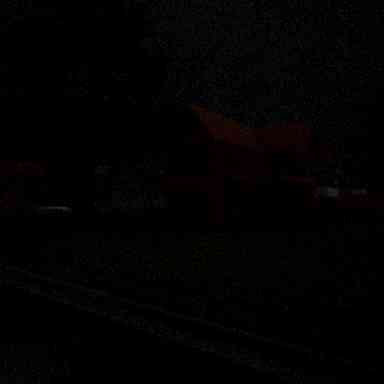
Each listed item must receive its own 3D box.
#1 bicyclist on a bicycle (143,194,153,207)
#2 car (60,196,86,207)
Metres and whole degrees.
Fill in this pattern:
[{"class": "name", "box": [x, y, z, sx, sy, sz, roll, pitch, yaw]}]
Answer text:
[{"class": "bicyclist on a bicycle", "box": [-5.475, 1.053, 41.502, 1.656, 1.620, 0.582, 1, 0, 34]}, {"class": "car", "box": [-15.583, 1.261, 45.235, 1.837, 1.490, 4.892, 0, 0, 34]}]
